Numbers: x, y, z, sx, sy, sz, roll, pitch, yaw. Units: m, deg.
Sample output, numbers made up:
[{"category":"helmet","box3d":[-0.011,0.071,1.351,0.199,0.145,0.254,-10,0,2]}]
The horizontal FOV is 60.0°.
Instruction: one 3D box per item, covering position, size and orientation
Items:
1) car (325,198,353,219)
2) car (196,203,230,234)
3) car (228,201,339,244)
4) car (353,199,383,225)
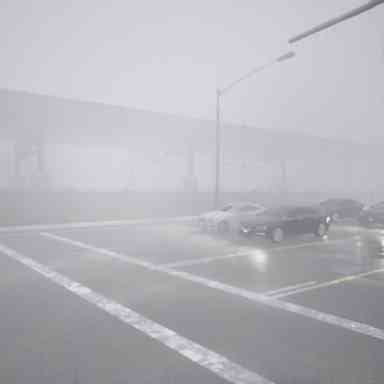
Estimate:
[{"category":"car","box3d":[9.945,1.195,22.798,4.892,1.490,1.837,-1,1,-33]},{"category":"car","box3d":[2.405,1.311,17.962,4.674,1.442,1.812,-1,1,-33]},{"category":"car","box3d":[4.210,1.323,14.964,4.892,1.490,1.837,-1,1,-34]},{"category":"car","box3d":[12.000,1.247,19.963,4.674,1.442,1.812,-1,1,-33]}]
